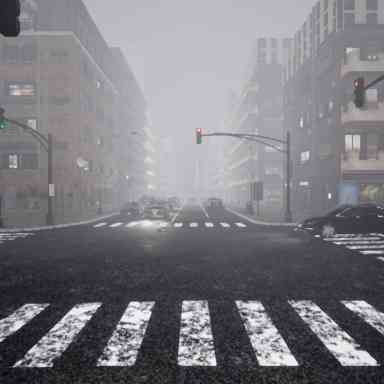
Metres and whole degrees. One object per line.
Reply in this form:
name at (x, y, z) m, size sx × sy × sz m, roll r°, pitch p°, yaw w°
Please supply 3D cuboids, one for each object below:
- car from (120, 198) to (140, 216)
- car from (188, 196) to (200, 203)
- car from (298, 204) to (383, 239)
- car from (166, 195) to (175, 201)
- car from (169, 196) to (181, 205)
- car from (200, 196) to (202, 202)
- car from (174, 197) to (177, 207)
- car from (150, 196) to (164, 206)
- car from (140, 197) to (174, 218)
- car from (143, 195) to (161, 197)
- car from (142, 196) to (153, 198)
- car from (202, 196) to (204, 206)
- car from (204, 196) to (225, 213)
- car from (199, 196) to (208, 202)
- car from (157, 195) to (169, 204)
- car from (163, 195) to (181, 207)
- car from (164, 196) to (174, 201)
car at (-5.708, 1.572, 32.170) m, size 1.947 × 1.339 × 4.313 m, roll 0°, pitch 0°, yaw 0°
car at (0.003, 1.539, 70.587) m, size 2.128 × 1.511 × 4.902 m, roll 0°, pitch 0°, yaw 0°
car at (7.561, 1.336, 15.862) m, size 4.892 × 1.490 × 1.837 m, roll -1°, pitch 0°, yaw -1°
car at (-5.742, 1.595, 88.994) m, size 2.008 × 1.369 × 4.403 m, roll 0°, pitch 0°, yaw 0°
car at (-3.080, 1.498, 59.889) m, size 1.882 × 1.535 × 5.008 m, roll 0°, pitch 0°, yaw 0°
car at (2.659, 1.599, 54.907) m, size 1.802 × 1.307 × 4.206 m, roll 0°, pitch 0°, yaw 0°
car at (-3.121, 1.610, 39.901) m, size 1.895 × 1.301 × 4.718 m, roll 0°, pitch 0°, yaw 0°
car at (-5.721, 1.457, 54.900) m, size 1.967 × 1.590 × 4.097 m, roll 0°, pitch 0°, yaw 0°
car at (-3.108, 1.498, 30.602) m, size 2.128 × 1.511 × 4.902 m, roll 0°, pitch 0°, yaw 1°
car at (-5.715, 1.326, 43.535) m, size 2.192 × 1.841 × 5.009 m, roll 0°, pitch 0°, yaw 0°
car at (-5.711, 1.534, 37.683) m, size 1.752 × 1.417 × 4.829 m, roll 0°, pitch 0°, yaw 0°
car at (2.665, 1.451, 43.542) m, size 1.967 × 1.590 × 4.097 m, roll 0°, pitch 0°, yaw 0°
car at (2.669, 1.449, 37.859) m, size 1.967 × 1.590 × 4.097 m, roll 0°, pitch 0°, yaw 0°
car at (2.645, 1.585, 77.636) m, size 2.008 × 1.369 × 4.403 m, roll 0°, pitch 0°, yaw 0°
car at (-5.728, 1.465, 66.265) m, size 1.967 × 1.590 × 4.097 m, roll 0°, pitch 0°, yaw 0°
car at (-3.117, 1.578, 49.879) m, size 1.994 × 1.385 × 4.181 m, roll 0°, pitch 0°, yaw 0°
car at (-5.739, 1.590, 83.311) m, size 2.008 × 1.369 × 4.403 m, roll 0°, pitch 0°, yaw 0°
